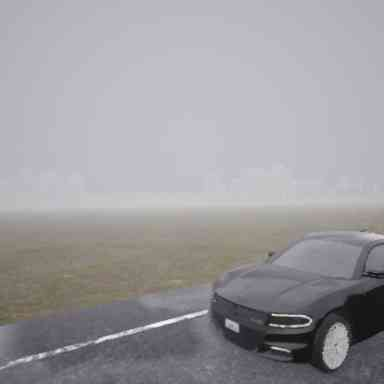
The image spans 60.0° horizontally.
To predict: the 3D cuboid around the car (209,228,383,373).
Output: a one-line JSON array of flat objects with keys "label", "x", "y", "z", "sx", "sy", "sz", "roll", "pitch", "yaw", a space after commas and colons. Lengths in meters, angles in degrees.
[{"label": "car", "x": 2.566, "y": 1.455, "z": 5.768, "sx": 5.008, "sy": 1.535, "sz": 1.882, "roll": 0, "pitch": 0, "yaw": -35}]
